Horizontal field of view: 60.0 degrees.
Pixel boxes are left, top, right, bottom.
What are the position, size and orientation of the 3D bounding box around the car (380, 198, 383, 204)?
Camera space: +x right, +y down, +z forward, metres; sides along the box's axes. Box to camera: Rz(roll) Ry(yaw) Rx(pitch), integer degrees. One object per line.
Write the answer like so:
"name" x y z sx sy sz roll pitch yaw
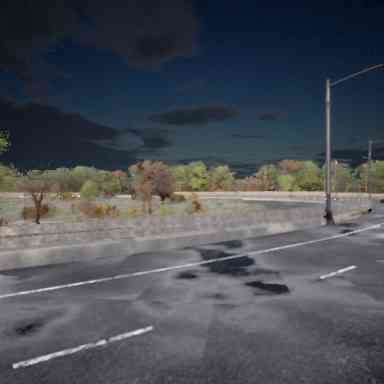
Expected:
"car" 35.754 1.581 60.468 1.895 1.301 4.718 0 0 15
